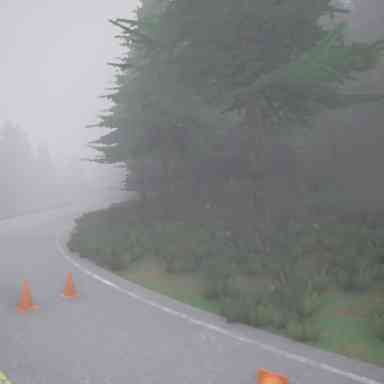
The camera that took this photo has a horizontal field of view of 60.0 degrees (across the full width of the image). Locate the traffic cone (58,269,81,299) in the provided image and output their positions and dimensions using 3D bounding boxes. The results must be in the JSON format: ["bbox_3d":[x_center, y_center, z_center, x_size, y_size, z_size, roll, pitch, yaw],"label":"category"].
[{"bbox_3d":[-2.719,2.009,7.393,0.340,0.580,0.340,1,0,34],"label":"traffic cone"}]

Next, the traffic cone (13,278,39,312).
[{"bbox_3d":[-3.273,2.005,6.564,0.340,0.580,0.340,1,0,34],"label":"traffic cone"}]
